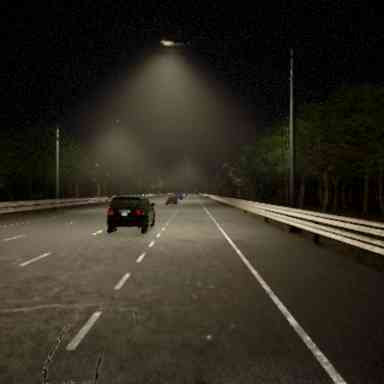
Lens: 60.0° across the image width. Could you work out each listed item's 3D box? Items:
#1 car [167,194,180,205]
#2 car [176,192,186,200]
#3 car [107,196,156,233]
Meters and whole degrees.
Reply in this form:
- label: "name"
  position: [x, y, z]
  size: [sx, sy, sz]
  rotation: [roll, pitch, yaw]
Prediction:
- label: "car"
  position: [-3.488, 1.510, 58.969]
  size: [1.812, 1.442, 4.674]
  rotation: [0, 0, 0]
- label: "car"
  position: [-3.480, 1.178, 88.691]
  size: [2.150, 2.045, 5.566]
  rotation: [0, 0, 0]
- label: "car"
  position: [-3.496, 1.234, 19.885]
  size: [2.150, 2.045, 5.566]
  rotation: [0, 0, 0]
